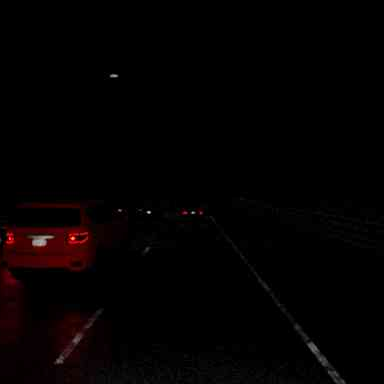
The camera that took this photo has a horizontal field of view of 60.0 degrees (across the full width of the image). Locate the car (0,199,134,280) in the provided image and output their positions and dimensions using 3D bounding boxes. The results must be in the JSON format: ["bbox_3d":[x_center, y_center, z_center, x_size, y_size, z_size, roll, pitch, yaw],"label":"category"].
[{"bbox_3d":[-3.403,1.223,10.101,2.150,2.045,5.566,0,0,0],"label":"car"}]

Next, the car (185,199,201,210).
[{"bbox_3d":[0.089,1.579,42.929,1.994,1.385,4.181,0,0,0],"label":"car"}]

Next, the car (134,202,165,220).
[{"bbox_3d":[-3.411,1.572,28.401,1.994,1.385,4.181,0,0,0],"label":"car"}]

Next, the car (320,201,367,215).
[{"bbox_3d":[15.907,1.675,35.305,2.033,1.411,5.357,0,0,-16],"label":"car"}]

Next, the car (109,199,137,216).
[{"bbox_3d":[-6.908,1.515,33.970,1.837,1.490,4.892,0,0,0],"label":"car"}]

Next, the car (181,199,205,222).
[{"bbox_3d":[0.094,1.554,26.623,2.033,1.411,5.357,0,0,0],"label":"car"}]
